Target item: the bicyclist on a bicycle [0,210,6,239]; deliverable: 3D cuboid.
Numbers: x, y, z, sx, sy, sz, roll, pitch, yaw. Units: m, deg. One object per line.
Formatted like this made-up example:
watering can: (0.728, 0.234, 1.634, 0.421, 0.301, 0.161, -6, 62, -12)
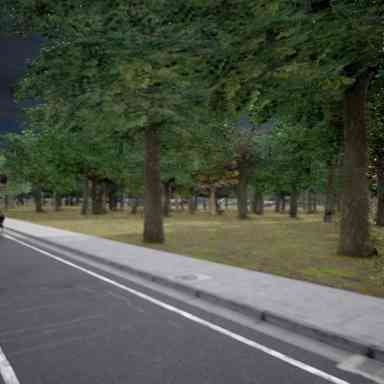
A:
bicyclist on a bicycle: (-11.351, 1.928, 19.581, 0.659, 1.776, 1.843, 2, -2, -39)
